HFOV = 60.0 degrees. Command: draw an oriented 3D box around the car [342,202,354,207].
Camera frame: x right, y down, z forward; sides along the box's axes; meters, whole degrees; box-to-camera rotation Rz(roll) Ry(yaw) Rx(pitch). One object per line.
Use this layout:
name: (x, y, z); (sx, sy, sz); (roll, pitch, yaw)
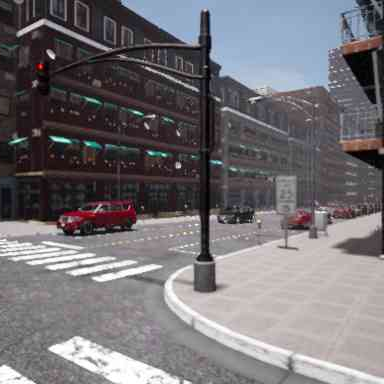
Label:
car: (40.036, 3.221, 85.281); (1.947, 1.339, 4.313); (-1, -2, 35)

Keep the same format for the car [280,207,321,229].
car: (7.849, 2.000, 24.639); (1.802, 1.307, 4.206); (-1, -2, 35)

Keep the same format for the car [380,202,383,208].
car: (46.913, 3.116, 80.553); (1.967, 1.590, 4.097); (-1, -2, 35)

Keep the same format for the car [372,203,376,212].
car: (27.479, 2.571, 52.735); (1.752, 1.417, 4.829); (-1, -2, 35)

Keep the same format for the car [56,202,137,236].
car: (-5.538, 1.506, 20.059); (2.192, 1.841, 5.009); (-1, -2, 35)

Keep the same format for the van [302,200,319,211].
van: (20.505, 2.362, 57.332); (1.690, 1.788, 3.998); (-1, -2, 35)

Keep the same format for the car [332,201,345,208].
car: (33.526, 2.883, 75.966); (1.967, 1.590, 4.097); (-1, -2, 35)

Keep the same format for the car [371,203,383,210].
car: (37.148, 2.903, 66.573); (1.887, 1.381, 4.507); (-1, -2, 35)

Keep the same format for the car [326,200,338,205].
car: (30.270, 2.652, 71.311); (2.192, 1.841, 5.009); (-1, -2, 35)

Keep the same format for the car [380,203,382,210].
car: (33.990, 2.781, 62.054); (1.752, 1.417, 4.829); (-1, -2, 35)

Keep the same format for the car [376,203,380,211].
car: (30.636, 2.692, 57.255); (1.887, 1.381, 4.507); (-1, -2, 35)

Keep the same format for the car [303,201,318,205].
car: (16.666, 2.359, 47.125); (1.812, 1.442, 4.674); (0, -1, 35)

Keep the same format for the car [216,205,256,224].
car: (3.937, 1.934, 29.065); (1.837, 1.490, 4.892); (0, -1, 35)

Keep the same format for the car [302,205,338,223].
car: (11.105, 2.072, 29.300); (2.008, 1.369, 4.403); (-1, -2, 35)

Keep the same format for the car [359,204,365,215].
car: (20.968, 2.362, 43.417); (1.752, 1.417, 4.829); (-1, -2, 35)

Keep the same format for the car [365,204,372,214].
car: (24.126, 2.503, 47.936); (1.947, 1.339, 4.313); (-1, -2, 35)

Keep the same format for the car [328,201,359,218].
car: (17.615, 2.169, 38.620); (1.967, 1.590, 4.097); (-1, -2, 35)
